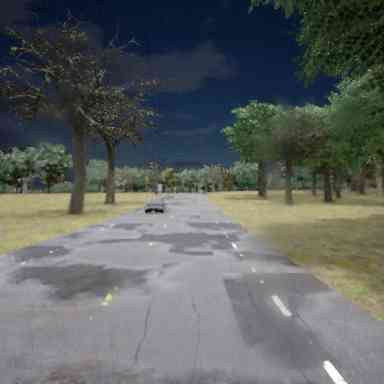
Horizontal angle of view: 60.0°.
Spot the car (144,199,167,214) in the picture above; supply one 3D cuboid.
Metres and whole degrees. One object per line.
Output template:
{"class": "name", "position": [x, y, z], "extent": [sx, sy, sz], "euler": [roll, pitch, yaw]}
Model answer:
{"class": "car", "position": [-3.584, 1.423, 33.588], "extent": [2.033, 1.411, 5.357], "euler": [0, 1, 0]}
